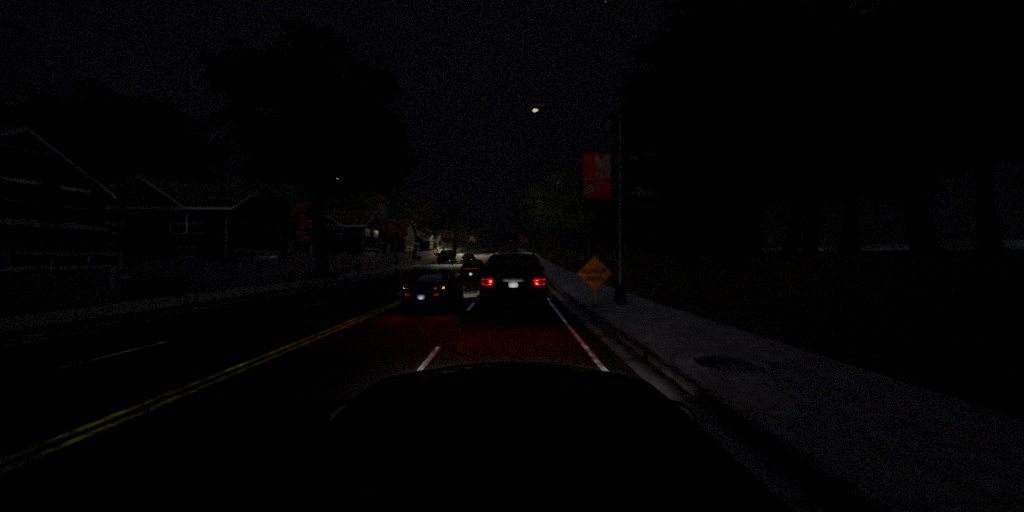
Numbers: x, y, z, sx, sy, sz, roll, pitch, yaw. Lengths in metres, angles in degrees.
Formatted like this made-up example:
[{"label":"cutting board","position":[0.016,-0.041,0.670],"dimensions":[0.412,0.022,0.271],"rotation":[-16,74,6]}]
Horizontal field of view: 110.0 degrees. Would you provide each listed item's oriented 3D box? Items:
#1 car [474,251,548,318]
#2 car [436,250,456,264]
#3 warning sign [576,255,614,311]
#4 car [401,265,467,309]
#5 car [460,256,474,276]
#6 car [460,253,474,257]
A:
[{"label":"car","position":[0.064,0.974,13.212],"dimensions":[2.150,2.045,5.566],"rotation":[0,-1,0]},{"label":"car","position":[-9.802,0.096,53.933],"dimensions":[2.150,2.045,5.566],"rotation":[0,2,0]},{"label":"warning sign","position":[2.853,0.878,12.335],"dimensions":[1.300,1.860,1.060],"rotation":[0,0,0]},{"label":"car","position":[-3.176,1.276,14.865],"dimensions":[1.812,1.442,4.674],"rotation":[0,0,0]},{"label":"car","position":[-3.173,1.063,30.059],"dimensions":[1.837,1.490,4.892],"rotation":[0,2,0]},{"label":"car","position":[-6.557,0.381,53.907],"dimensions":[1.837,1.490,4.892],"rotation":[0,1,0]}]
